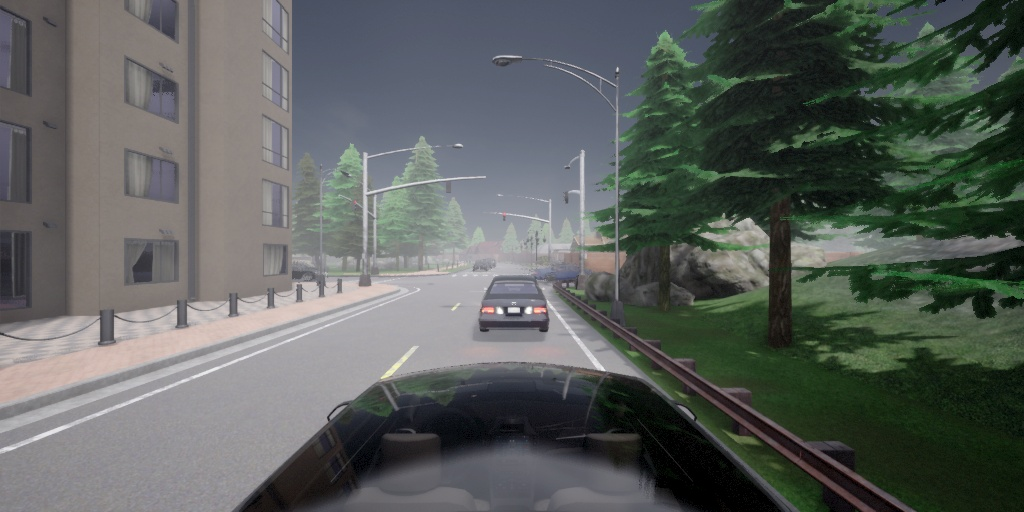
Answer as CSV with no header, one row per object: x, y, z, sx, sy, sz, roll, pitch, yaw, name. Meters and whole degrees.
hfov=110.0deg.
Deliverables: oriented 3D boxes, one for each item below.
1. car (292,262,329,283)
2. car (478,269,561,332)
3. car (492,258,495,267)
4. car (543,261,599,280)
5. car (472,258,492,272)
-16.529,1.226,27.205,4.902,1.511,2.128,0,0,1,car
0.068,1.297,10.802,2.033,1.411,5.357,0,0,1,car
-4.053,1.226,55.826,1.837,1.490,4.892,0,0,0,car
4.197,1.284,26.917,5.357,1.411,2.033,0,0,1,car
-3.999,1.225,46.360,1.837,1.490,4.892,0,0,0,car
